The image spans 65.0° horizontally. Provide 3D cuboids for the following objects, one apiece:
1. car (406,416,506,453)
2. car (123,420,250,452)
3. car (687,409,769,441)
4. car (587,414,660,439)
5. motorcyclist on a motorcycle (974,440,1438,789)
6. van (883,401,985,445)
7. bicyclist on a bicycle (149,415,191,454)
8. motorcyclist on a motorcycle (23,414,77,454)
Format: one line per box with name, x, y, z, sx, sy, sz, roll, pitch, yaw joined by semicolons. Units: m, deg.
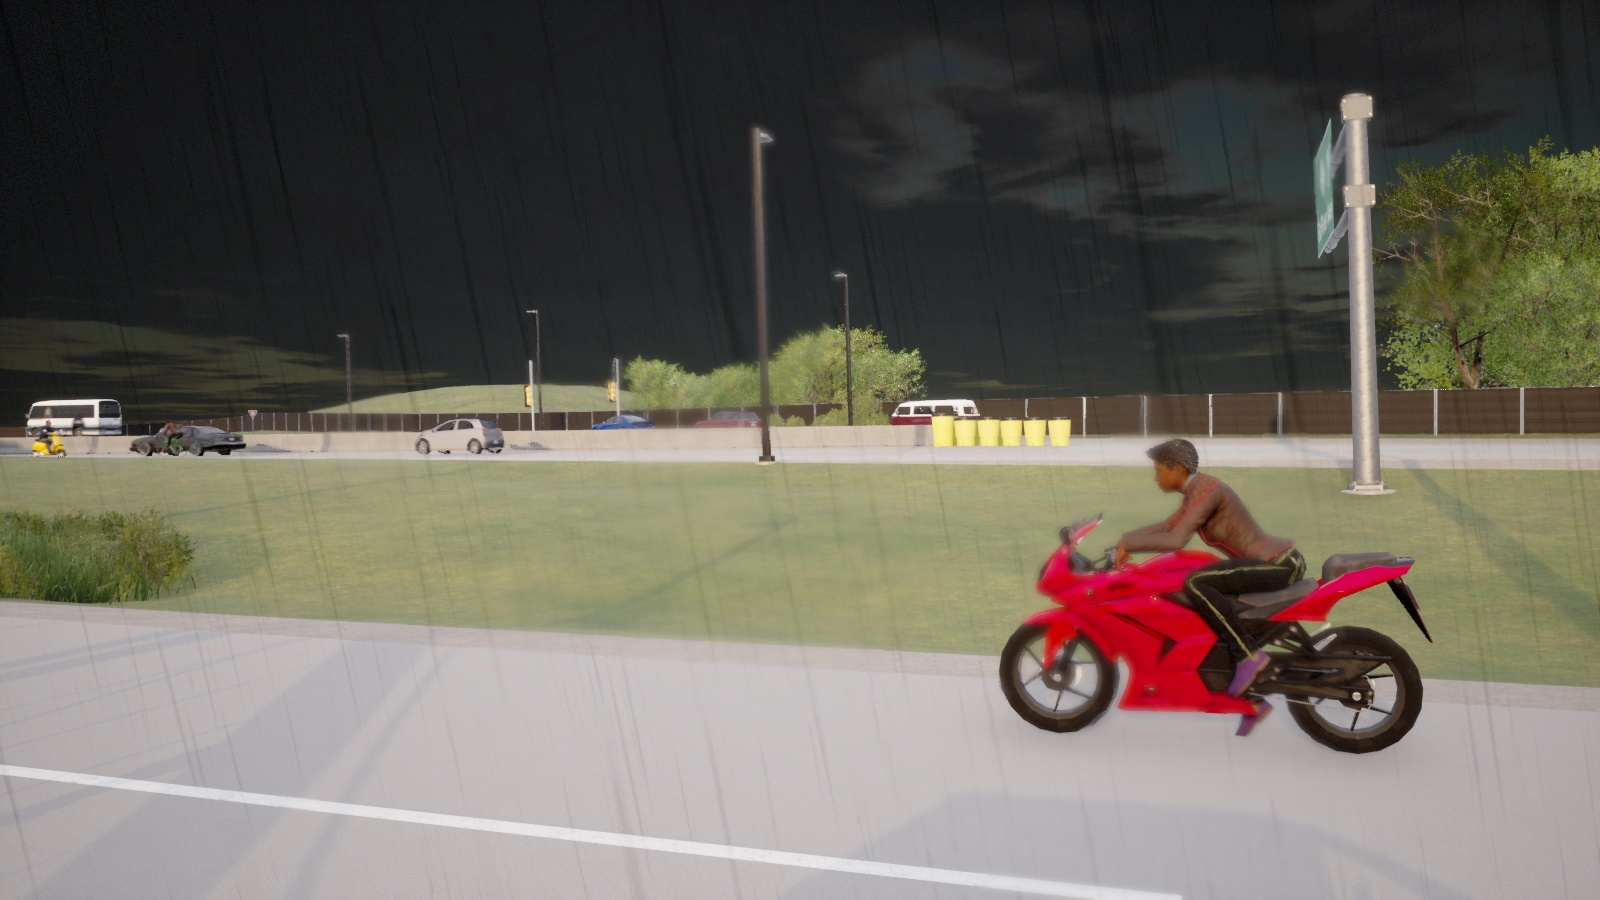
car;-14.365;-0.628;52.517;3.633;1.501;1.845;0;1;19
car;-27.968;-0.625;57.262;5.357;1.411;2.033;0;1;19
car;-4.076;-1.420;70.438;2.097;1.767;4.553;-2;2;-44
car;-10.968;-1.477;77.594;1.882;1.535;5.008;-2;2;-44
motorcyclist on a motorcycle;1.956;0.718;6.226;2.044;1.523;0.797;0;1;19
van;6.410;-1.306;60.290;4.480;2.038;2.069;1;2;42
bicyclist on a bicycle;-26.613;-0.664;53.081;1.656;1.620;0.582;0;1;19
motorcyclist on a motorcycle;-30.238;-0.624;50.639;1.817;1.590;0.866;0;1;19
